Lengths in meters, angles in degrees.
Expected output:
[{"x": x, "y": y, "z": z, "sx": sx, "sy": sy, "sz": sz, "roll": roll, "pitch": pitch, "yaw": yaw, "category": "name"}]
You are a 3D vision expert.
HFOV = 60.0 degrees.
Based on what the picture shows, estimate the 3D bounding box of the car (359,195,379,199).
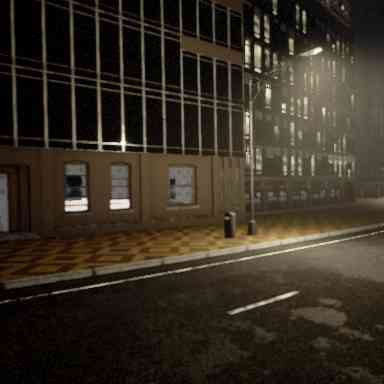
[{"x": 41.043, "y": 0.958, "z": 77.324, "sx": 1.802, "sy": 1.307, "sz": 4.206, "roll": -1, "pitch": 1, "yaw": -44, "category": "car"}]
